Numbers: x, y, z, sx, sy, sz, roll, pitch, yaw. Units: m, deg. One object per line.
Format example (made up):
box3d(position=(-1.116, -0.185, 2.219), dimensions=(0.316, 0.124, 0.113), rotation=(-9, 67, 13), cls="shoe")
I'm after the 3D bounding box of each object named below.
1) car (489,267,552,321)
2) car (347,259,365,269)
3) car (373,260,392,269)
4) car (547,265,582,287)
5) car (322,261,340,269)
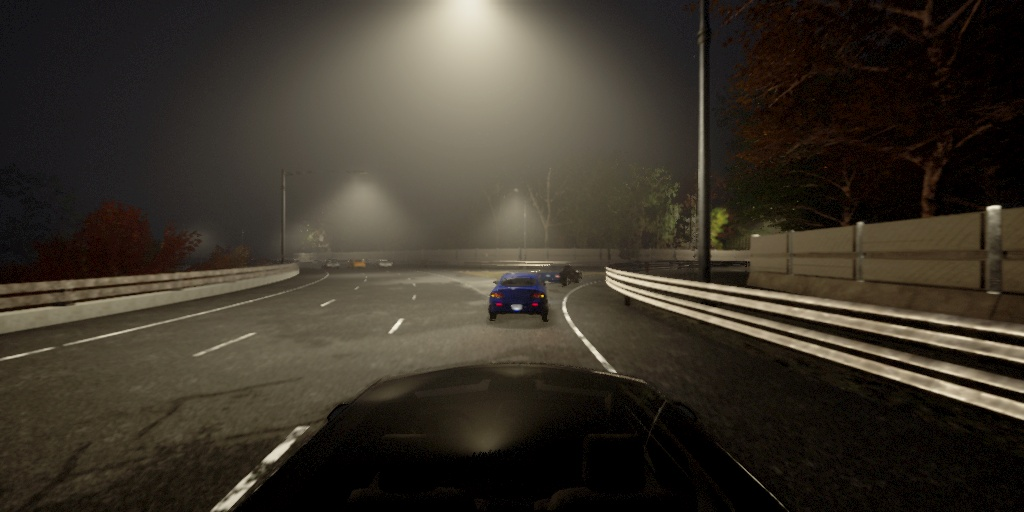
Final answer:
box3d(position=(0.313, 1.276, 12.422), dimensions=(1.812, 1.442, 4.674), rotation=(0, 0, 4), cls="car")
box3d(position=(-24.598, 1.233, 56.583), dimensions=(1.882, 1.535, 5.008), rotation=(0, 0, -36), cls="car")
box3d(position=(-20.851, 1.355, 57.407), dimensions=(1.895, 1.301, 4.718), rotation=(0, 0, -35), cls="car")
box3d(position=(3.341, 1.297, 24.875), dimensions=(2.033, 1.411, 5.357), rotation=(0, 0, 25), cls="car")
box3d(position=(-28.110, 1.356, 55.522), dimensions=(1.895, 1.301, 4.718), rotation=(0, 0, -37), cls="car")
